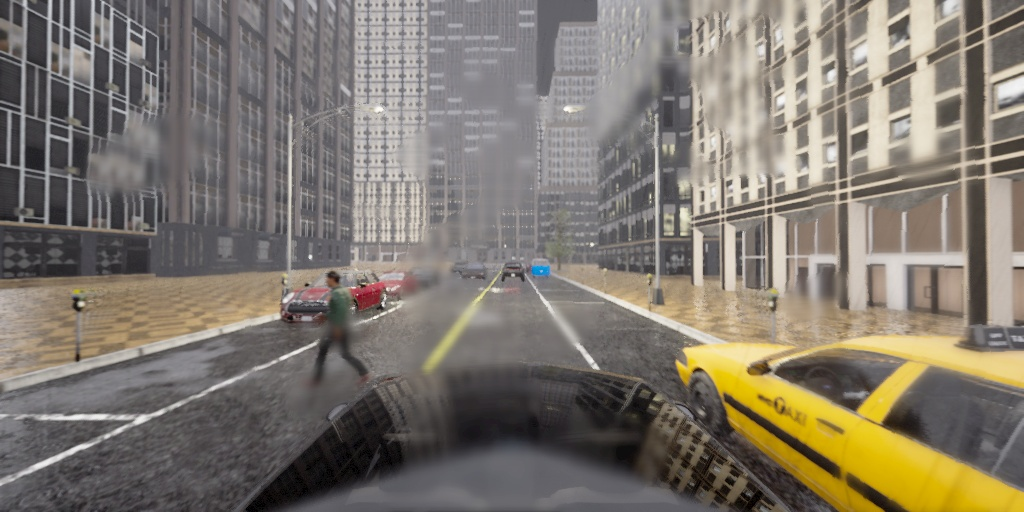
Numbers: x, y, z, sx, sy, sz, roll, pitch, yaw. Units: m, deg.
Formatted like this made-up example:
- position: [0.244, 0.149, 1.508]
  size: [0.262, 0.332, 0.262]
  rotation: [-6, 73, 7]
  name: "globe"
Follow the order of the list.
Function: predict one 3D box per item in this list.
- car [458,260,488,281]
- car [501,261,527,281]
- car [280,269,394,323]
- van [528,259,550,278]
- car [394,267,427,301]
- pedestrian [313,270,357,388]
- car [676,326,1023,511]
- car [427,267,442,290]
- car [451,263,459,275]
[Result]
- position: [-3.092, 1.358, 31.441]
  size: [2.033, 1.411, 5.357]
  rotation: [0, 0, 0]
  name: "car"
- position: [0.098, 1.308, 30.385]
  size: [1.837, 1.490, 4.892]
  rotation: [0, -2, 0]
  name: "car"
- position: [-5.686, 1.211, 11.916]
  size: [1.967, 1.591, 4.097]
  rotation: [0, 0, 0]
  name: "car"
- position: [2.701, 1.157, 34.478]
  size: [1.690, 1.789, 3.998]
  rotation: [0, 0, 0]
  name: "van"
- position: [-5.685, 1.365, 17.559]
  size: [1.802, 1.307, 4.207]
  rotation: [0, 0, 0]
  name: "car"
- position: [-2.671, 1.052, 5.442]
  size: [0.375, 1.860, 0.375]
  rotation: [1, -1, 0]
  name: "pedestrian"
- position: [3.000, 1.207, 2.438]
  size: [1.801, 1.575, 5.366]
  rotation: [0, 0, 0]
  name: "car"
- position: [-5.684, 1.360, 23.201]
  size: [1.948, 1.339, 4.313]
  rotation: [0, 0, 0]
  name: "car"
- position: [-5.680, 1.393, 40.129]
  size: [1.948, 1.339, 4.313]
  rotation: [0, 0, 0]
  name: "car"
